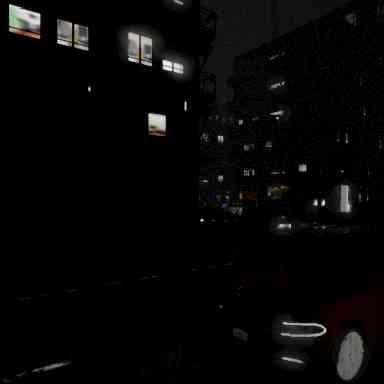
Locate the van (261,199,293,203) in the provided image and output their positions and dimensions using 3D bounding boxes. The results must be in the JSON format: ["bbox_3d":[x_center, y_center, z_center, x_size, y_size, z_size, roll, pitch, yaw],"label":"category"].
[{"bbox_3d":[8.541,1.602,33.562,1.690,1.788,3.998,-1,0,-36],"label":"van"}]

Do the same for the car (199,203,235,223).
[{"bbox_3d":[1.798,1.874,28.649,1.802,1.307,4.206,-1,0,-36],"label":"car"}]

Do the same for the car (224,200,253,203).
[{"bbox_3d":[4.529,1.839,34.599,1.812,1.442,4.674,0,0,-36],"label":"car"}]

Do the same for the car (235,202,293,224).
[{"bbox_3d":[5.907,1.802,27.399,1.994,1.385,4.181,0,-1,-36],"label":"car"}]

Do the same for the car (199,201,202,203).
[{"bbox_3d":[0.352,1.713,34.961,2.097,1.767,4.553,0,-1,-36],"label":"car"}]

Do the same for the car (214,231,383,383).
[{"bbox_3d":[2.626,1.477,5.556,5.008,1.535,1.882,0,0,-35],"label":"car"}]
